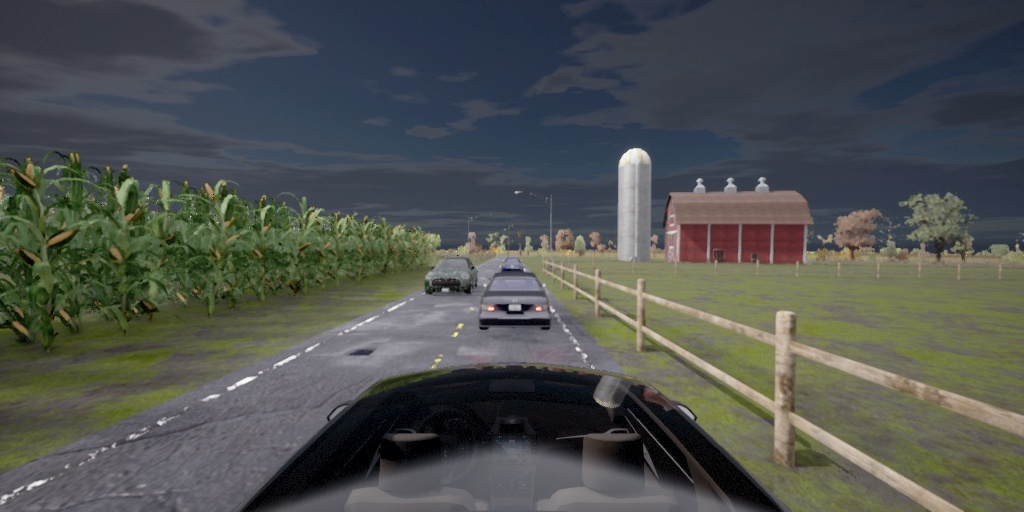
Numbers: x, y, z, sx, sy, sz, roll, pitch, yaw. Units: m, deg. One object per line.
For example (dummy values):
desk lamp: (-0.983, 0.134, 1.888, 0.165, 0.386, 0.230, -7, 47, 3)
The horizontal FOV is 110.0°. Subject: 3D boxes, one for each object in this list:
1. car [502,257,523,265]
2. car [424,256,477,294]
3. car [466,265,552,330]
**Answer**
car: (0.043, 0.814, 32.724, 1.994, 1.385, 4.181, 0, 1, 0)
car: (-2.859, 0.842, 17.673, 2.097, 1.767, 4.553, 0, 1, 0)
car: (0.074, 1.154, 10.500, 2.033, 1.411, 5.357, 0, 1, 0)
